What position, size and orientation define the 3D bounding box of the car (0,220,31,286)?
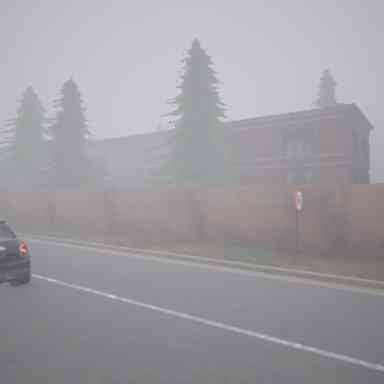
[{"bbox_3d":[-6.105,1.411,8.407,4.553,1.767,2.097,0,0,36],"label":"car"}]
